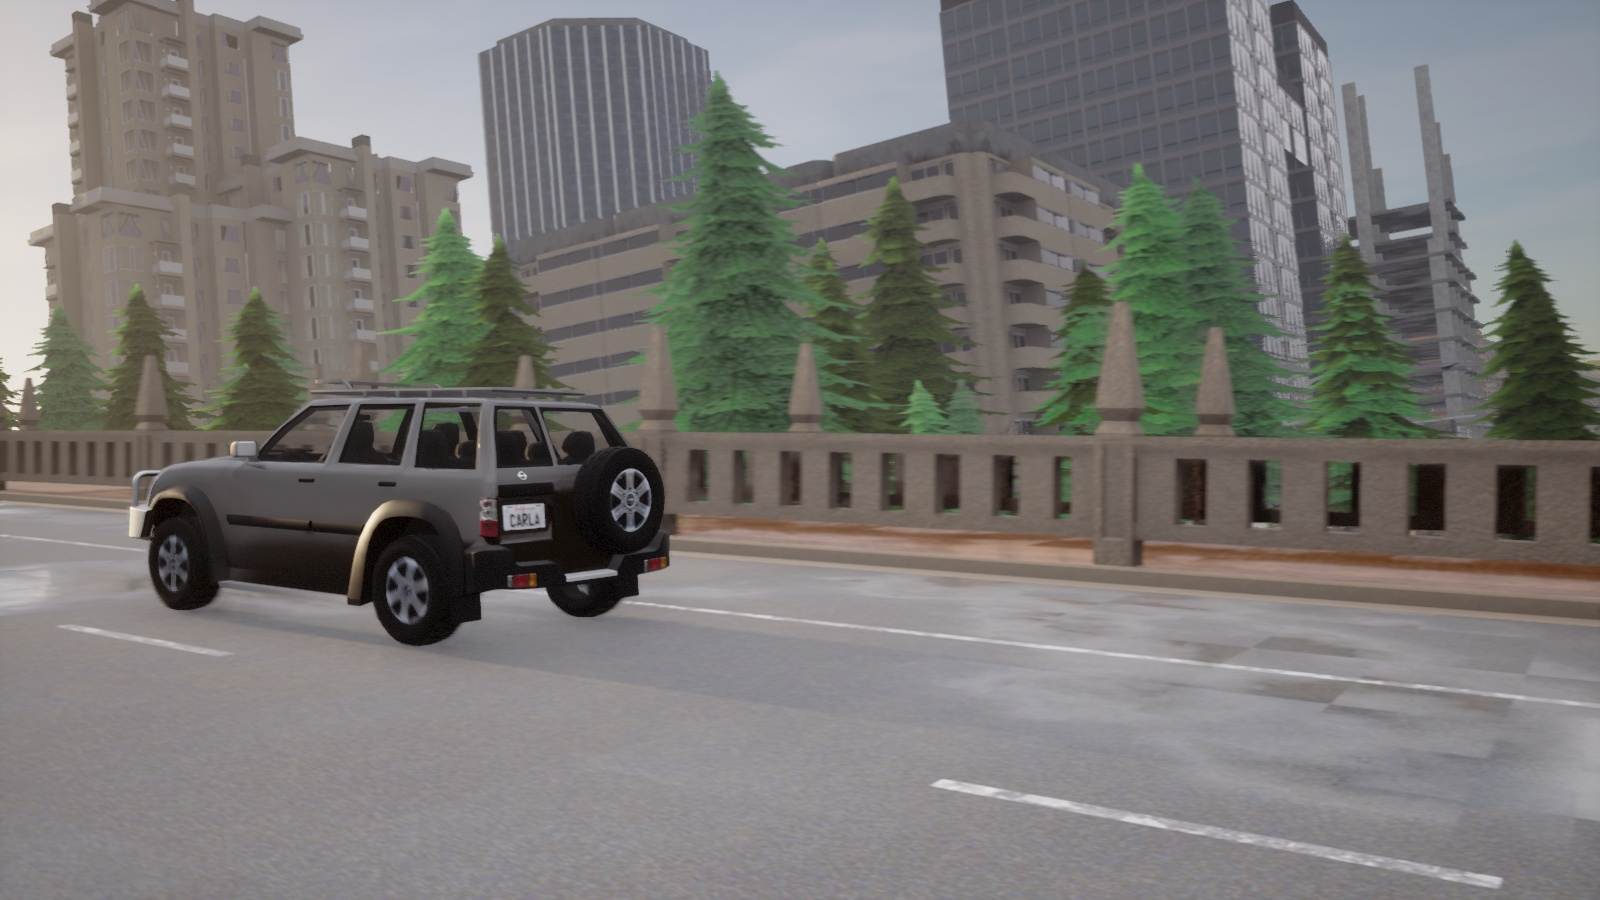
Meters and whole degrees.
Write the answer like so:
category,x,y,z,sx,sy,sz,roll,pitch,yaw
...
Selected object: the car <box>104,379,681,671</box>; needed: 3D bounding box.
category,x,y,z,sx,sy,sz,roll,pitch,yaw
car,-3.370,0.458,10.061,4.605,1.855,1.932,0,1,34
